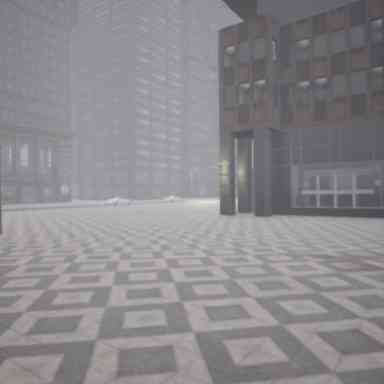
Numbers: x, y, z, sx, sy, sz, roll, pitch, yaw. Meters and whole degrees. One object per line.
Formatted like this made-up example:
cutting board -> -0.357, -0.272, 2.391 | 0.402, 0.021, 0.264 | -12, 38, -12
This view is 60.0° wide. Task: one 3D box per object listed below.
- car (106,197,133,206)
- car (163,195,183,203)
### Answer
car -> -11.761, 1.524, 53.965 | 1.812, 1.442, 4.674 | -1, 0, 36
car -> -3.746, 1.395, 65.235 | 1.812, 1.442, 4.674 | -1, 0, 35
